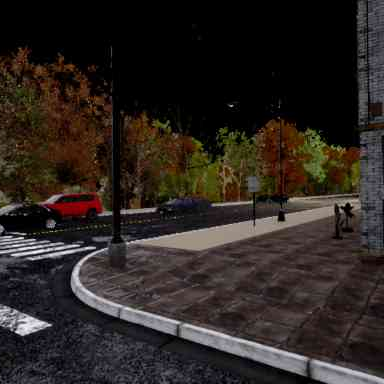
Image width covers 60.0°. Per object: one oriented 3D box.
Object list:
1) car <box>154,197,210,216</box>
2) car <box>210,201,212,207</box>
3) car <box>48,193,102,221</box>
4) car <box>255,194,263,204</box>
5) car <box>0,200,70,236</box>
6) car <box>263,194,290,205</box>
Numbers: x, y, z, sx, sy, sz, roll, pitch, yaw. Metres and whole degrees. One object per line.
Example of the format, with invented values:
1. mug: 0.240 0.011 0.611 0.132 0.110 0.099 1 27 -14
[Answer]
1. car: -0.957 1.313 29.719 2.033 1.411 5.357 -1 0 36
2. car: 0.127 1.292 36.676 2.033 1.411 5.357 -1 0 36
3. car: -9.147 1.124 24.074 2.150 2.045 5.566 -1 0 36
4. car: 11.539 1.095 52.024 1.837 1.490 4.892 -1 0 36
5. car: -9.413 1.417 17.934 1.837 1.490 4.892 -1 0 32
6. car: 12.514 1.040 47.917 1.837 1.490 4.892 -1 -1 37
